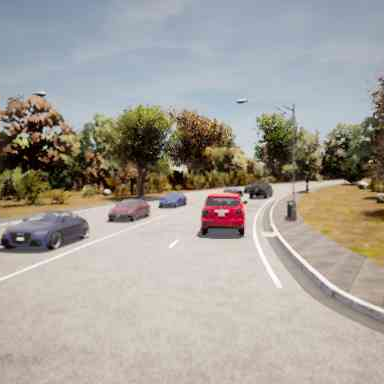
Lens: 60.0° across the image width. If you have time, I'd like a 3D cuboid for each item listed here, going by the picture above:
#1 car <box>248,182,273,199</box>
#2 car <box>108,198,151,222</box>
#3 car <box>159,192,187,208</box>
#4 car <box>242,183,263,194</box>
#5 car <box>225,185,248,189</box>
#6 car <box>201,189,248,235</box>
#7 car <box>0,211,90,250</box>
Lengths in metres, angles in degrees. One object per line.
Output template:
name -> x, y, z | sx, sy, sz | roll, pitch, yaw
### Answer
car -> 8.970, -0.277, 43.097 | 2.150, 2.045, 5.566 | 0, 4, 24
car -> -4.368, 1.216, 23.969 | 1.812, 1.442, 4.674 | 0, 2, 12
car -> -1.838, 0.759, 33.856 | 1.812, 1.442, 4.674 | 0, 3, 17
car -> 9.642, -0.536, 52.779 | 1.812, 1.442, 4.674 | 0, 4, 29
car -> 5.340, 0.049, 43.520 | 2.128, 1.511, 4.902 | 0, 4, 24
car -> 1.822, 1.067, 18.203 | 2.150, 2.045, 5.566 | 0, 2, 9
car -> -6.004, 1.501, 14.089 | 1.994, 1.385, 4.181 | 0, 1, 8
